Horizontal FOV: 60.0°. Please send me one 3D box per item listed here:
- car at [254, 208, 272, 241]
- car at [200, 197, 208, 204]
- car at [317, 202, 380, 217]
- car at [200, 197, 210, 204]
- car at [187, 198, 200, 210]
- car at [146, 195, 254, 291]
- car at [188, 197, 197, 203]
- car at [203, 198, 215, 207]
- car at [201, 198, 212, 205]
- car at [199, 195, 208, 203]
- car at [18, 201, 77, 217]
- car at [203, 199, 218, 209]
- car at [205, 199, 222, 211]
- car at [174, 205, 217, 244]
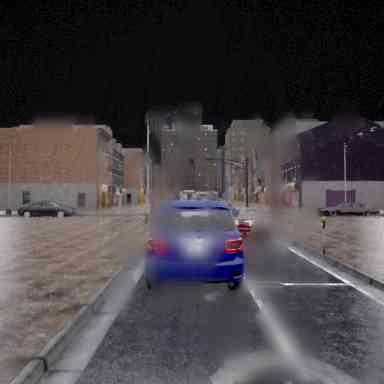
[{"bbox_3d":[2.682,1.462,16.807,1.967,1.590,4.097,2,0,0],"label":"car"},{"bbox_3d":[2.756,1.911,76.348,1.752,1.417,4.829,1,-1,0],"label":"car"},{"bbox_3d":[14.755,1.621,31.586,5.357,1.411,2.033,0,-2,3],"label":"car"},{"bbox_3d":[2.749,1.858,70.910,1.752,1.417,4.829,1,-1,0],"label":"car"},{"bbox_3d":[0.198,1.661,46.619,1.812,1.442,4.674,0,0,0],"label":"car"},{"bbox_3d":[0.052,1.230,9.198,2.150,2.045,5.566,0,0,-1],"label":"car"},{"bbox_3d":[0.110,1.975,82.559,2.128,1.511,4.902,0,-1,0],"label":"car"},{"bbox_3d":[2.728,1.716,54.598,1.752,1.417,4.829,1,0,0],"label":"car"},{"bbox_3d":[2.741,1.846,65.303,1.947,1.339,4.313,1,-1,0],"label":"car"},{"bbox_3d":[2.767,1.755,81.619,2.192,1.841,5.009,1,-1,0],"label":"car"},{"bbox_3d":[-12.484,1.534,28.886,4.892,1.490,1.837,0,-2,2],"label":"car"},{"bbox_3d":[2.719,1.717,48.991,1.947,1.339,4.313,1,0,0],"label":"car"},{"bbox_3d":[2.713,1.684,43.554,1.947,1.339,4.313,1,0,0],"label":"car"},{"bbox_3d":[0.118,1.500,16.994,1.882,1.535,5.008,0,0,-1],"label":"car"}]
